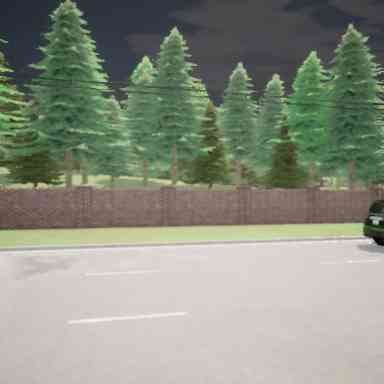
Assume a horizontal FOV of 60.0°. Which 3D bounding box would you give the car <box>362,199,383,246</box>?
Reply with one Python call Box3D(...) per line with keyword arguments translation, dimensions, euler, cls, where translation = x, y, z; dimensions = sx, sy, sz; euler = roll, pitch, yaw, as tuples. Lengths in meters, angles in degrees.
Box3D(translation=(9.850, 1.282, 13.651), dimensions=(5.566, 2.045, 2.150), euler=(0, 0, -12), cls="car")
